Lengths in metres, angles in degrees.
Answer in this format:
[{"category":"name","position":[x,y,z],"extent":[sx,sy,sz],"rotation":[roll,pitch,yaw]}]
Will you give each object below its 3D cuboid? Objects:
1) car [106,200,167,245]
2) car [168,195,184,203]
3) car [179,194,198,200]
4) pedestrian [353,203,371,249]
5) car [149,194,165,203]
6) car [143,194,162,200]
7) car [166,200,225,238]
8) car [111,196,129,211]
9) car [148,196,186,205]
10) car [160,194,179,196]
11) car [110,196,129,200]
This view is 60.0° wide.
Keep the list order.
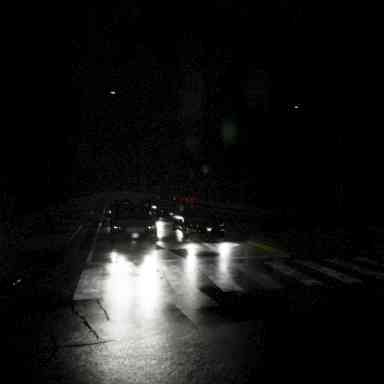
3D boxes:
[{"category":"car","position":[-2.679,1.326,14.709],"extent":[2.128,1.511,4.902],"rotation":[1,0,-14]},{"category":"car","position":[-2.867,1.200,57.203],"extent":[1.895,1.301,4.718],"rotation":[1,0,-14]},{"category":"car","position":[-0.495,1.036,47.609],"extent":[2.097,1.767,4.553],"rotation":[1,0,-13]},{"category":"pedestrian","position":[6.370,1.243,12.564],"extent":[0.375,1.860,0.375],"rotation":[1,0,-14]},{"category":"car","position":[-6.016,1.058,56.407],"extent":[2.128,1.511,4.902],"rotation":[1,0,-14]},{"category":"car","position":[-4.517,1.250,36.072],"extent":[2.033,1.411,5.357],"rotation":[1,0,-14]},{"category":"car","position":[0.166,1.362,16.746],"extent":[1.837,1.490,4.892],"rotation":[1,0,-14]},{"category":"car","position":[-8.006,1.184,36.706],"extent":[1.812,1.442,4.674],"rotation":[1,0,-14]},{"category":"car","position":[-2.064,1.290,25.951],"extent":[1.837,1.490,4.892],"rotation":[1,0,-14]},{"category":"car","position":[-3.659,1.198,46.925],"extent":[2.033,1.411,5.357],"rotation":[1,0,-13]},{"category":"car","position":[-5.124,1.303,24.778],"extent":[2.033,1.411,5.357],"rotation":[1,0,-14]}]
